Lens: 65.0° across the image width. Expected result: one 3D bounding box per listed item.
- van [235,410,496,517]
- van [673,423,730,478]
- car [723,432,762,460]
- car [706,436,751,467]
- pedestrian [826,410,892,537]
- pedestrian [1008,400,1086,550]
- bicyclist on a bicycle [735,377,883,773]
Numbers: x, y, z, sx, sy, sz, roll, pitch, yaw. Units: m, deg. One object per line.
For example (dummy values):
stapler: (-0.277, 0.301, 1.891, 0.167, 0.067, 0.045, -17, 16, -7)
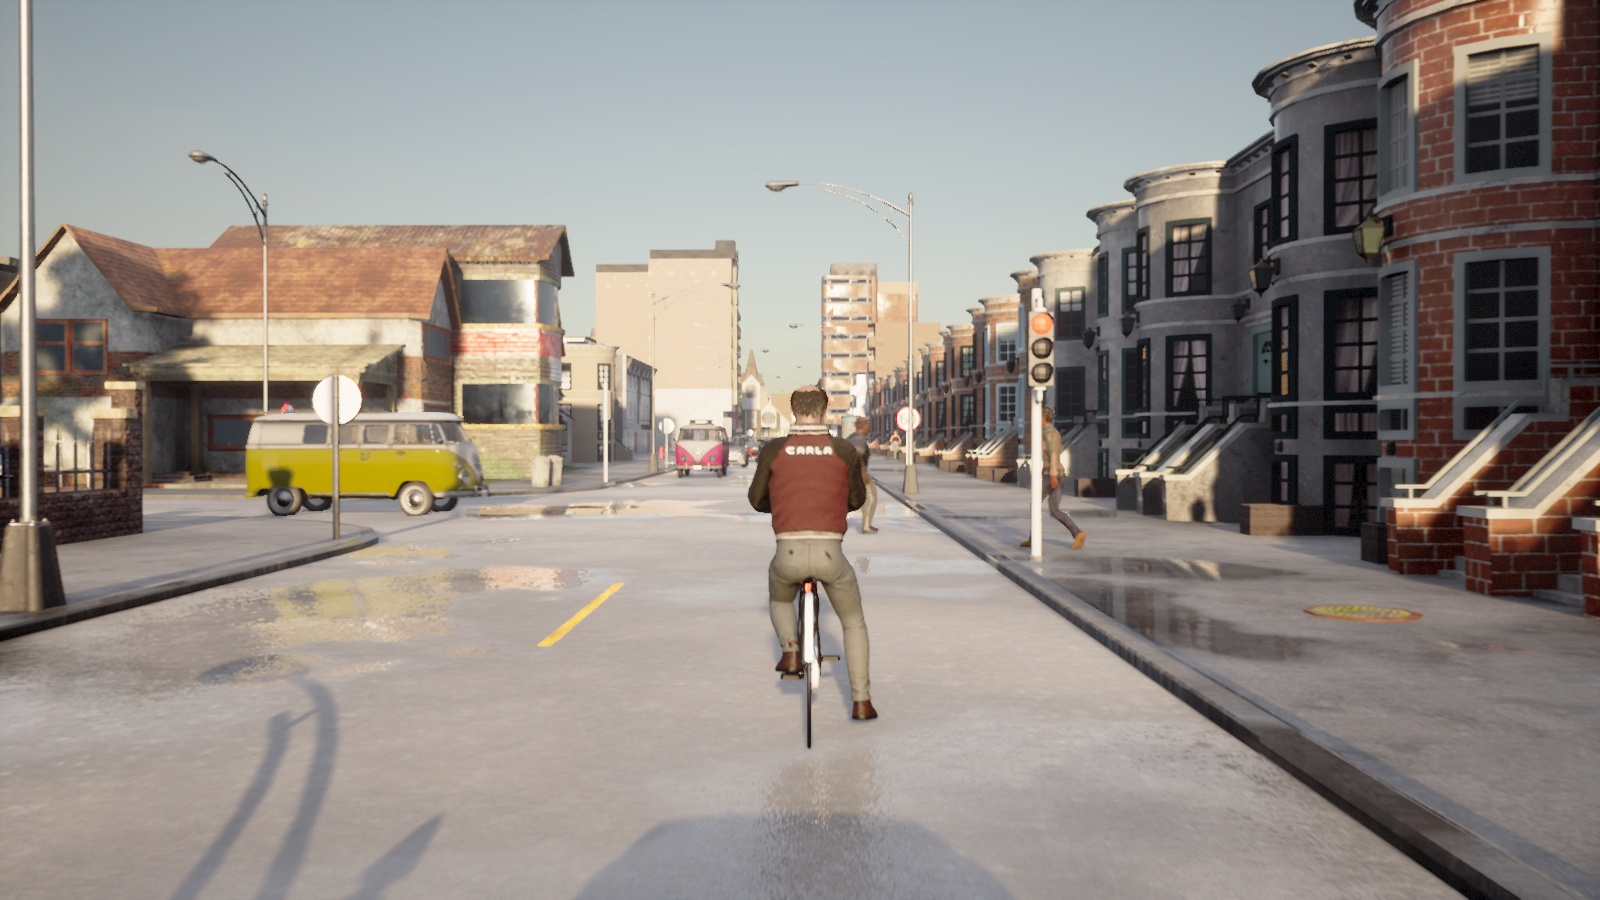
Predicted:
van: (-8.373, 0.240, 24.432, 4.442, 1.987, 1.775, 0, 0, 3)
van: (-3.691, 0.006, 47.626, 1.775, 1.987, 4.442, 0, 1, 1)
car: (-3.492, -0.277, 77.630, 2.152, 1.651, 5.027, 0, 1, 0)
car: (-3.585, 0.032, 63.955, 2.007, 1.525, 4.514, 0, 1, 0)
pedestrian: (0.887, 0.342, 18.974, 0.849, 1.883, 0.563, 0, 1, -17)
pedestrian: (3.037, 0.299, 15.463, 0.869, 1.805, 0.328, 0, 1, 34)
bicyclist on a bicycle: (0.047, 0.549, 6.544, 0.659, 1.776, 1.843, 0, 1, 0)
